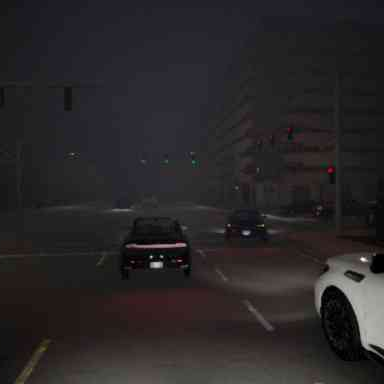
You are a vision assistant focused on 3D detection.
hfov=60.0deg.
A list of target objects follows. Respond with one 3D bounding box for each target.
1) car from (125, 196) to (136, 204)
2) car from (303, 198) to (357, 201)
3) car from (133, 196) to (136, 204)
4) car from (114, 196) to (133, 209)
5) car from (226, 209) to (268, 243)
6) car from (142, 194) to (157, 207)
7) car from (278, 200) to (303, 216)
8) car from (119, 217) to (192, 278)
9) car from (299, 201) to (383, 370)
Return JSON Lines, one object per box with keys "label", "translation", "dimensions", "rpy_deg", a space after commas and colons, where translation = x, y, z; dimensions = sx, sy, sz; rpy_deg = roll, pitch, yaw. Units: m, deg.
{"label": "car", "translation": [-12.217, 1.555, 66.189], "dimensions": [1.882, 1.535, 5.008], "rpy_deg": [0, 0, -8]}
{"label": "car", "translation": [12.512, 1.386, 28.996], "dimensions": [4.553, 1.767, 2.097], "rpy_deg": [0, 0, -8]}
{"label": "car", "translation": [-10.901, 1.593, 55.960], "dimensions": [1.812, 1.442, 4.674], "rpy_deg": [0, 0, -7]}
{"label": "car", "translation": [-9.603, 1.621, 46.215], "dimensions": [1.994, 1.385, 4.181], "rpy_deg": [0, 0, -7]}
{"label": "car", "translation": [2.644, 1.550, 16.019], "dimensions": [1.812, 1.442, 4.674], "rpy_deg": [-1, -1, 10]}
{"label": "car", "translation": [-6.664, 1.273, 52.044], "dimensions": [2.150, 2.045, 5.566], "rpy_deg": [0, 0, -8]}
{"label": "car", "translation": [10.807, 1.546, 32.289], "dimensions": [4.892, 1.490, 1.837], "rpy_deg": [0, 0, -8]}
{"label": "car", "translation": [-1.111, 1.501, 10.212], "dimensions": [2.128, 1.511, 4.902], "rpy_deg": [0, 0, -7]}
{"label": "car", "translation": [3.155, 1.212, 2.837], "dimensions": [2.150, 2.045, 5.566], "rpy_deg": [0, 0, -5]}
